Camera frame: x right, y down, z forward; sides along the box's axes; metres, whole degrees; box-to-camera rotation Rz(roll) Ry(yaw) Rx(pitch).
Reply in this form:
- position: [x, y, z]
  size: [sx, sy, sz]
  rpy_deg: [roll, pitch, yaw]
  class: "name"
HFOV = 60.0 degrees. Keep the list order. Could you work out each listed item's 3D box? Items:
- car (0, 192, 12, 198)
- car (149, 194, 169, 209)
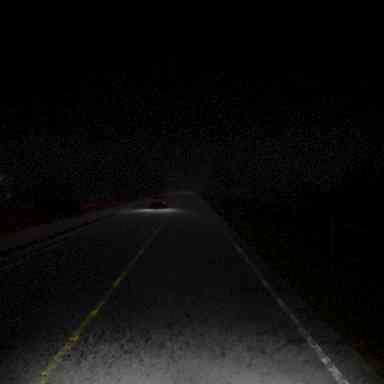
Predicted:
- position: [-46.070, 0.636, 80.302]
  size: [4.674, 1.442, 1.812]
  rpy_deg: [0, 1, -3]
  class: "car"
- position: [-3.632, 1.011, 36.920]
  size: [1.882, 1.535, 5.008]
  rpy_deg: [0, 1, 0]
  class: "car"
